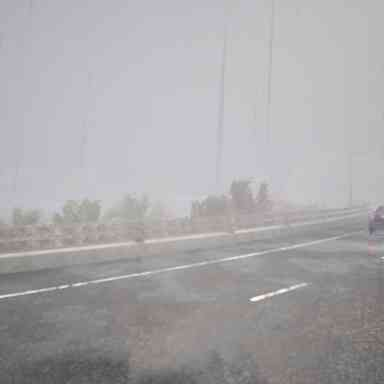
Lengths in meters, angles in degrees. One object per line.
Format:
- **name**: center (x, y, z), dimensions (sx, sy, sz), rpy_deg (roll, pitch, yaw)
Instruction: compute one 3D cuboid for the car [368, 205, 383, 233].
- **car**: center (12.281, 1.531, 19.962), dimensions (2.097, 1.767, 4.553), rpy_deg (0, -1, 43)
